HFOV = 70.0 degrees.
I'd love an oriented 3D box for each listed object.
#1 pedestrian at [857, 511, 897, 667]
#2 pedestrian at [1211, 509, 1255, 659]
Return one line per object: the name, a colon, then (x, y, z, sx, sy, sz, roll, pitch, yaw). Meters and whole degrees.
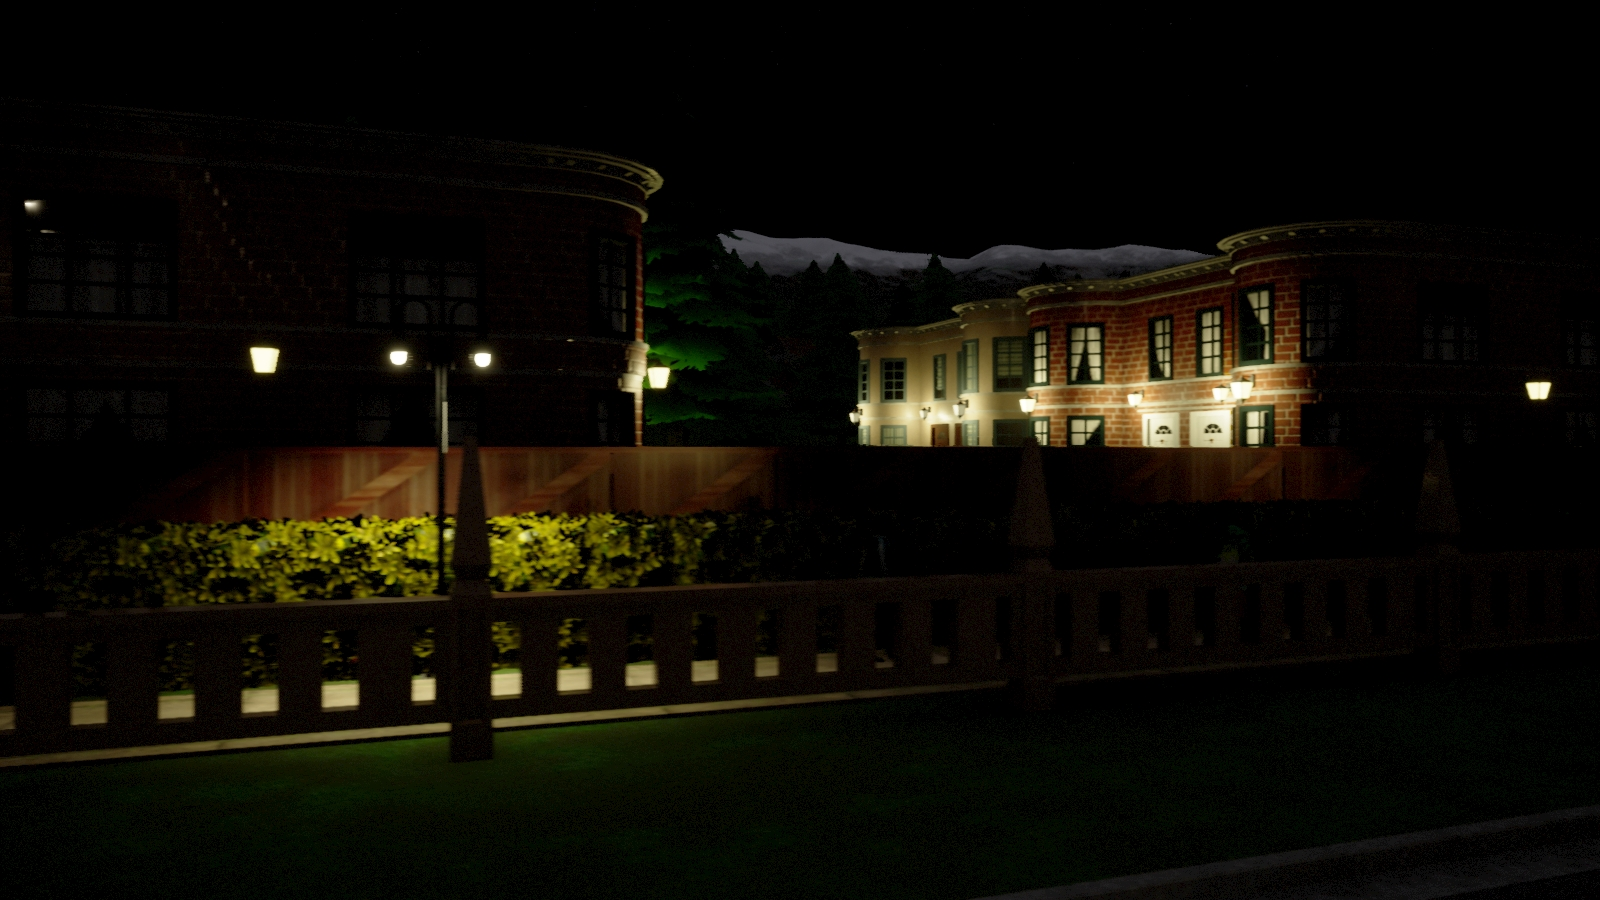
pedestrian: (0.942, 1.692, 14.040, 0.375, 1.860, 0.375, 0, 0, -19)
pedestrian: (5.515, 1.693, 14.568, 0.375, 1.860, 0.375, 0, 0, -19)
